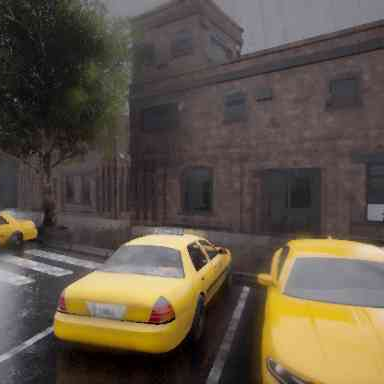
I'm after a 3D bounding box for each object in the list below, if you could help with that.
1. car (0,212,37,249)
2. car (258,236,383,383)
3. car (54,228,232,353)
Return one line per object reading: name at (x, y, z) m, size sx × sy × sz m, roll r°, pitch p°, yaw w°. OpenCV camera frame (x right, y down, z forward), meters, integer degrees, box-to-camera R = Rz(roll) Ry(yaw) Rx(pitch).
car at (-7.805, 1.359, 11.463) m, size 1.946 × 1.575 × 5.366 m, roll 1°, pitch 0°, yaw 16°
car at (2.036, 1.484, 4.674) m, size 2.097 × 1.535 × 5.008 m, roll 1°, pitch 0°, yaw 15°
car at (-0.372, 1.474, 6.581) m, size 1.946 × 1.575 × 5.366 m, roll 1°, pitch 0°, yaw 16°
